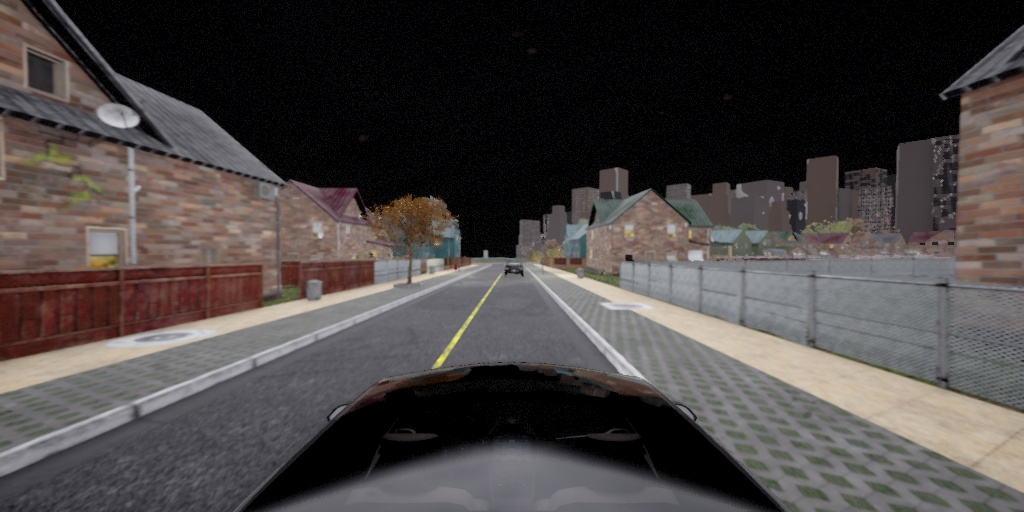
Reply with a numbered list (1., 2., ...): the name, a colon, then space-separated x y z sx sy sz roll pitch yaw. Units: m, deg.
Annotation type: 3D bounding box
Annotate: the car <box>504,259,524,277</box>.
1. car: 0.209 1.253 35.867 1.882 1.535 5.008 0 -1 0
